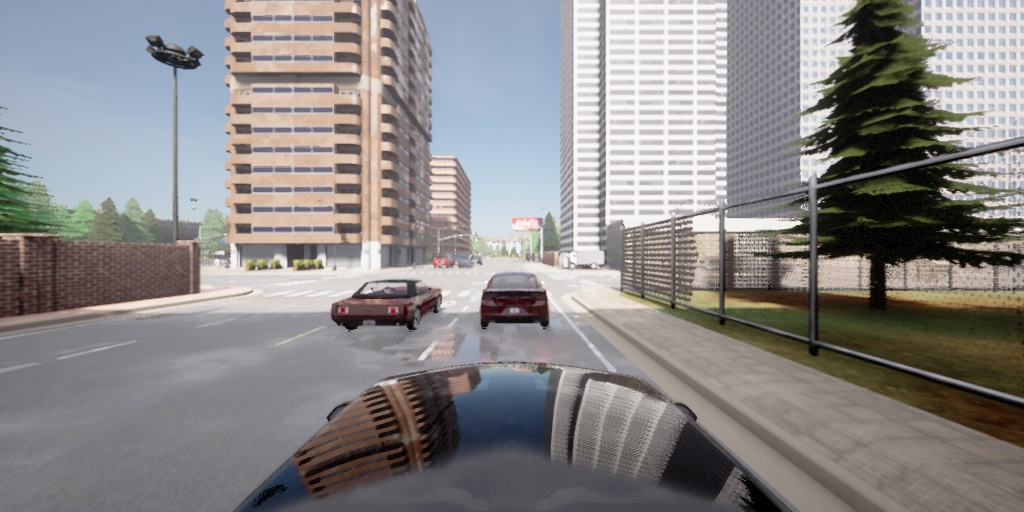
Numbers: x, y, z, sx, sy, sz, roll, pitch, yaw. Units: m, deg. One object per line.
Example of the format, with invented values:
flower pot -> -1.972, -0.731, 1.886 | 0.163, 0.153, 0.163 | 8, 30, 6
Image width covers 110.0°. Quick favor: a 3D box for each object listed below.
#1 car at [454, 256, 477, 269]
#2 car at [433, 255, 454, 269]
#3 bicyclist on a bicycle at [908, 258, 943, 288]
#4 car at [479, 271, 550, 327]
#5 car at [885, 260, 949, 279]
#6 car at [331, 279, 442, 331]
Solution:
car -> -7.058, 1.184, 54.722 | 2.033, 1.411, 5.357 | 0, 0, 1
car -> -10.556, 0.858, 55.038 | 2.150, 2.045, 5.566 | 0, 0, 0
bicyclist on a bicycle -> 22.422, 0.958, 19.482 | 0.582, 1.620, 1.656 | 0, 0, 0
car -> 0.077, 1.207, 11.396 | 1.882, 1.535, 5.008 | 0, 0, 0
car -> 33.906, 1.111, 30.481 | 5.008, 1.535, 1.882 | 0, 0, 0
car -> -3.425, 1.331, 10.866 | 1.895, 1.301, 4.718 | 0, 0, 0
